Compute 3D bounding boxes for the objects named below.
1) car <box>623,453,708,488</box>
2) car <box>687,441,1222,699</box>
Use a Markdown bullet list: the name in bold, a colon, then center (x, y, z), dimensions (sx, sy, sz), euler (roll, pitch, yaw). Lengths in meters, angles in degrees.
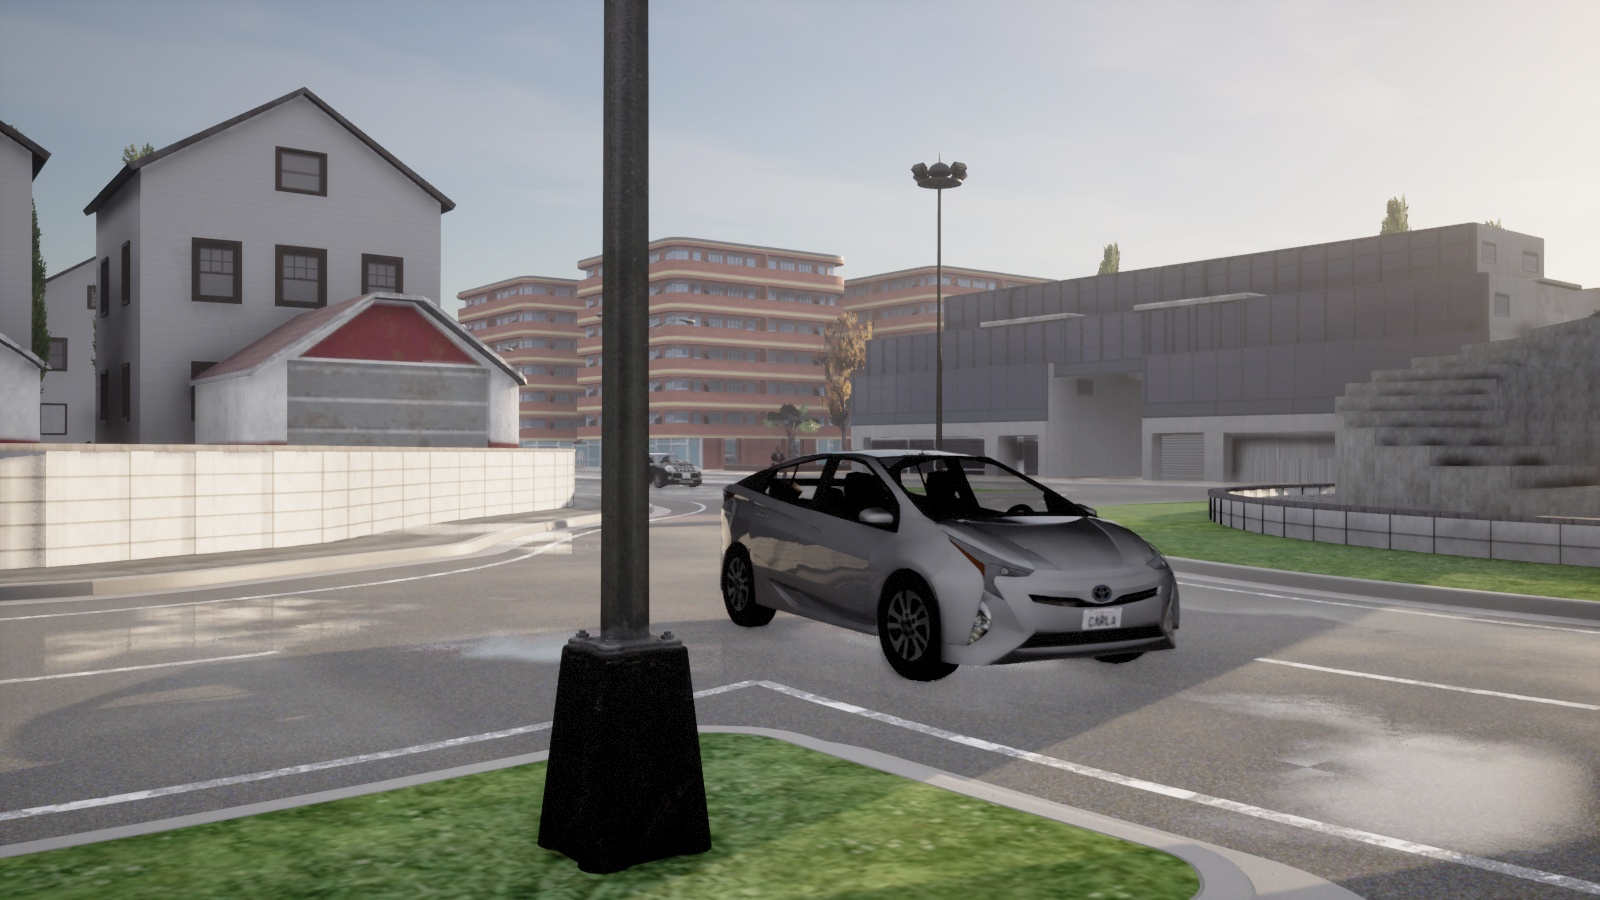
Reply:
- **car**: center (-5.812, 0.854, 53.899), dimensions (1.970, 1.475, 3.806), euler (0, 0, -36)
- **car**: center (0.889, 0.713, 9.899), dimensions (2.007, 1.525, 4.514), euler (0, 0, -27)
